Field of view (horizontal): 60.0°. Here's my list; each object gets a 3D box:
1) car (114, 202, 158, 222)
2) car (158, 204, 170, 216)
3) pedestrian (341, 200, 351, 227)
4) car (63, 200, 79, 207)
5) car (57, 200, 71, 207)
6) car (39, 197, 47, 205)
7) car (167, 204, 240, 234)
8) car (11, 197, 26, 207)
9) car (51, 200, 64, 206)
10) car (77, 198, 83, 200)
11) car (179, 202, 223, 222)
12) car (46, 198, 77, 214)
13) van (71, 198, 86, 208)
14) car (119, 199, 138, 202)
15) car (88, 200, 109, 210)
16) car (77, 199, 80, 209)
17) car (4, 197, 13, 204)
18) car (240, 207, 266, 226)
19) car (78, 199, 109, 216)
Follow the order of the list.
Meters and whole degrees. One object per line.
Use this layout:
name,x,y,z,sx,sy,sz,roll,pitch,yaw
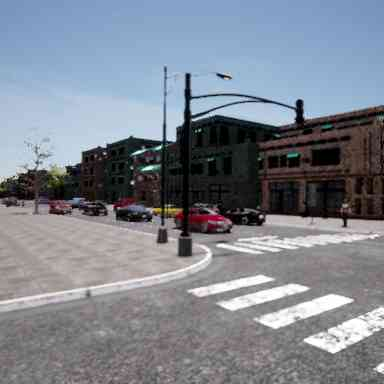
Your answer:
car,-5.066,1.825,29.014,1.994,1.385,4.181,1,-1,-35
car,-2.508,1.932,35.470,1.752,1.417,4.829,1,-1,-35
pedestrian,10.243,1.432,22.284,0.375,1.860,0.375,1,0,-35
car,-24.557,2.319,67.234,1.887,1.381,4.507,1,-1,-35
car,-27.722,2.408,71.791,1.802,1.307,4.206,1,-1,-35
car,-37.213,2.565,85.464,1.802,1.307,4.206,1,-1,-35
car,0.585,1.691,20.820,1.812,1.442,4.674,1,-1,-34
car,-34.604,2.218,67.013,2.008,1.369,4.403,1,-1,-35
car,-30.885,2.461,76.349,1.802,1.307,4.206,1,-1,-35
car,-18.230,2.251,58.118,1.802,1.307,4.206,1,-1,-35
car,0.754,1.793,30.775,1.967,1.590,4.097,1,-1,-35
car,-15.621,1.792,39.668,1.967,1.590,4.097,1,-1,-35
van,-21.394,2.063,62.679,1.690,1.788,3.998,1,-1,-35
car,-8.738,1.826,44.448,2.192,1.841,5.009,1,-1,-35
car,-15.066,2.057,53.562,1.967,1.590,4.097,1,-1,-35
car,-15.349,2.138,49.431,1.895,1.301,4.718,1,-1,-35
car,-40.931,2.087,76.131,2.192,1.841,5.009,1,-1,-35
car,3.917,1.866,26.215,1.947,1.339,4.313,1,-1,-35
car,-10.945,1.864,37.491,1.837,1.490,4.892,1,-1,-35
